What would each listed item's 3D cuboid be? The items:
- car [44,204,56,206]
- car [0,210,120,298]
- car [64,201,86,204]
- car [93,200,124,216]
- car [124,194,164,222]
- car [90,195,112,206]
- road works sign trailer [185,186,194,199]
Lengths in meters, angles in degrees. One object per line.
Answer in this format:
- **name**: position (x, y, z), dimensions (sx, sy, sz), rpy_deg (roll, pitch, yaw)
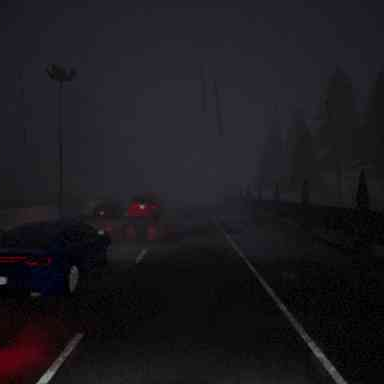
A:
- **car**: position (-21.045, 1.044, 51.196), dimensions (2.150, 2.045, 5.566), rpy_deg (0, 0, 1)
- **car**: position (-3.453, 1.448, 8.535), dimensions (1.882, 1.535, 5.008), rpy_deg (0, 0, 1)
- **car**: position (-17.549, 1.387, 51.370), dimensions (1.994, 1.385, 4.181), rpy_deg (0, 0, 0)
- **car**: position (-6.923, 1.429, 27.870), dimensions (1.812, 1.442, 4.674), rpy_deg (0, 0, 0)
- **car**: position (-3.434, 1.134, 25.719), dimensions (2.150, 2.045, 5.566), rpy_deg (0, 1, 0)
- **car**: position (-14.050, 1.313, 51.701), dimensions (2.128, 1.511, 4.902), rpy_deg (0, 0, 0)
- **road works sign trailer**: position (-0.679, 0.151, 89.984), dimensions (2.380, 3.560, 2.880), rpy_deg (0, 0, -10)
